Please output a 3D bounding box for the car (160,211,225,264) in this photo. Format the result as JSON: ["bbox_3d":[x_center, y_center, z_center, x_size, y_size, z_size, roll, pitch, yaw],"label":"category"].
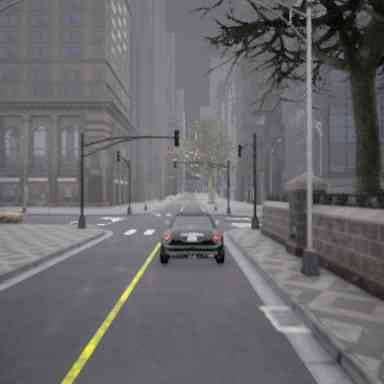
[{"bbox_3d":[0.016,1.482,12.488,2.097,1.767,4.553,0,0,0],"label":"car"}]

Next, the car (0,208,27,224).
[{"bbox_3d":[-14.924,1.653,24.830,4.829,1.417,1.752,1,-1,0],"label":"car"}]
